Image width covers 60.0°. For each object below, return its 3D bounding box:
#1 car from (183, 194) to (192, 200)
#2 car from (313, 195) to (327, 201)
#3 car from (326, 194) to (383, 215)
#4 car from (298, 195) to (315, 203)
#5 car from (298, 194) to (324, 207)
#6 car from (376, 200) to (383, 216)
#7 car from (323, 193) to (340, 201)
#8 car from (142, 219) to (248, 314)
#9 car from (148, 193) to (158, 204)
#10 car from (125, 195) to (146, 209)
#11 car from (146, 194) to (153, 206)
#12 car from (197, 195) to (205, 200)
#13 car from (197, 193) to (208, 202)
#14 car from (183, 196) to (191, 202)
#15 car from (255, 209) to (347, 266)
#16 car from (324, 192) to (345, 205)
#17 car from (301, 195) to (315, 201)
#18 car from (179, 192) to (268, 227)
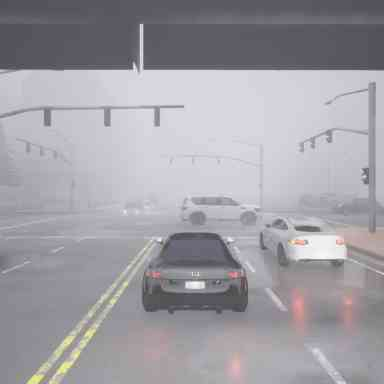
[{"bbox_3d":[-1.156,1.351,86.035,2.128,1.511,4.902,0,0,0],"label":"car"},{"bbox_3d":[30.811,1.364,79.942,1.784,1.438,3.905,0,0,0],"label":"car"},{"bbox_3d":[16.354,1.352,33.157,4.553,1.767,2.097,0,0,1],"label":"car"},{"bbox_3d":[22.193,1.395,64.815,1.970,1.475,3.806,0,0,0],"label":"car"},{"bbox_3d":[16.645,1.153,47.386,1.932,1.855,4.605,0,0,0],"label":"car"},{"bbox_3d":[19.150,1.601,29.626,4.718,1.301,1.895,0,0,1],"label":"car"},{"bbox_3d":[33.495,1.153,80.000,1.932,1.855,4.605,0,0,0],"label":"car"},{"bbox_3d":[0.067,1.564,7.704,1.994,1.385,4.181,0,0,0],"label":"car"},{"bbox_3d":[-8.051,1.221,66.069,2.150,2.045,5.566,0,0,0],"label":"car"},{"bbox_3d":[-7.994,1.478,46.136,1.882,1.535,5.008,0,0,0],"label":"car"},{"bbox_3d":[-8.044,1.526,55.416,1.812,1.442,4.674,0,0,0],"label":"car"},{"bbox_3d":[2.344,1.378,86.058,1.994,1.385,4.181,0,0,0],"label":"car"},{"bbox_3d":[2.403,1.223,76.990,2.150,2.045,5.566,0,0,0],"label":"car"},{"bbox_3d":[-1.097,1.593,76.964,1.895,1.301,4.718,0,0,0],"label":"car"},{"bbox_3d":[3.582,1.526,11.364,1.812,1.442,4.674,0,0,0],"label":"car"},{"bbox_3d":[19.540,1.156,47.340,1.905,1.878,3.866,0,0,0],"label":"car"},{"bbox_3d":[27.916,1.395,79.934,1.970,1.475,3.806,0,0,0],"label":"car"},{"bbox_3d":[1.898,1.223,22.439,5.566,2.045,2.150,0,0,0],"label":"car"}]
